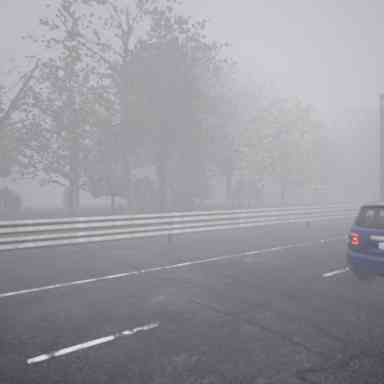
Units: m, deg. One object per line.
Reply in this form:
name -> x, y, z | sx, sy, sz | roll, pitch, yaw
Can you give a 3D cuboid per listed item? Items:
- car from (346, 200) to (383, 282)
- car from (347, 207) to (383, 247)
car -> 6.165, 1.217, 8.655 | 5.566, 2.045, 2.150 | -1, 0, -39
car -> 9.422, 1.496, 15.543 | 4.892, 1.490, 1.837 | 0, 0, -37
